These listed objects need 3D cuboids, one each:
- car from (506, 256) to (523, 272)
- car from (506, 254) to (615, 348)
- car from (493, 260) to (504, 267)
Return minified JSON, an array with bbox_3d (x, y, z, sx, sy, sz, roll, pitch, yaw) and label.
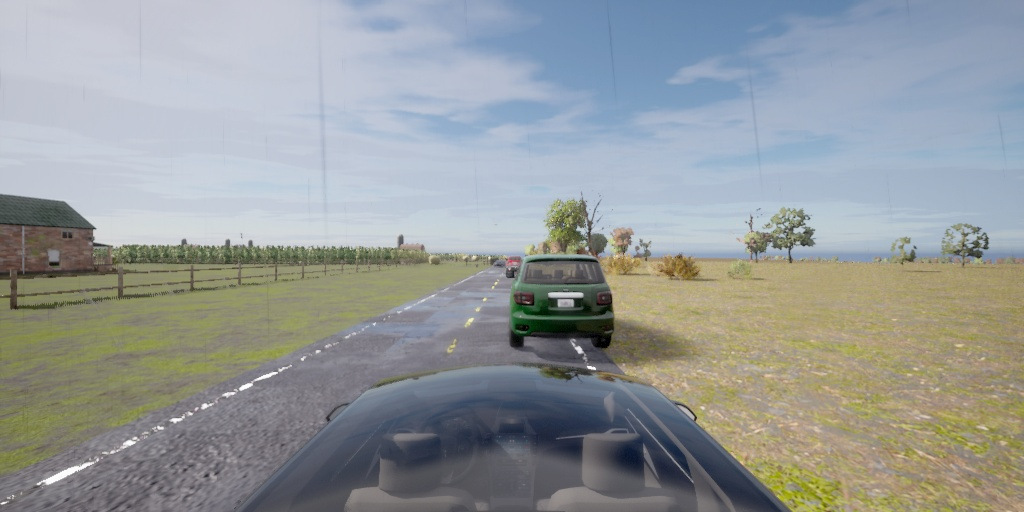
[{"bbox_3d":[0.411,1.009,48.763,2.150,2.045,5.566,0,0,1],"label":"car"},{"bbox_3d":[1.033,0.980,9.409,2.150,2.045,5.566,0,0,0],"label":"car"},{"bbox_3d":[-2.247,1.367,64.940,1.994,1.385,4.181,0,0,0],"label":"car"}]
